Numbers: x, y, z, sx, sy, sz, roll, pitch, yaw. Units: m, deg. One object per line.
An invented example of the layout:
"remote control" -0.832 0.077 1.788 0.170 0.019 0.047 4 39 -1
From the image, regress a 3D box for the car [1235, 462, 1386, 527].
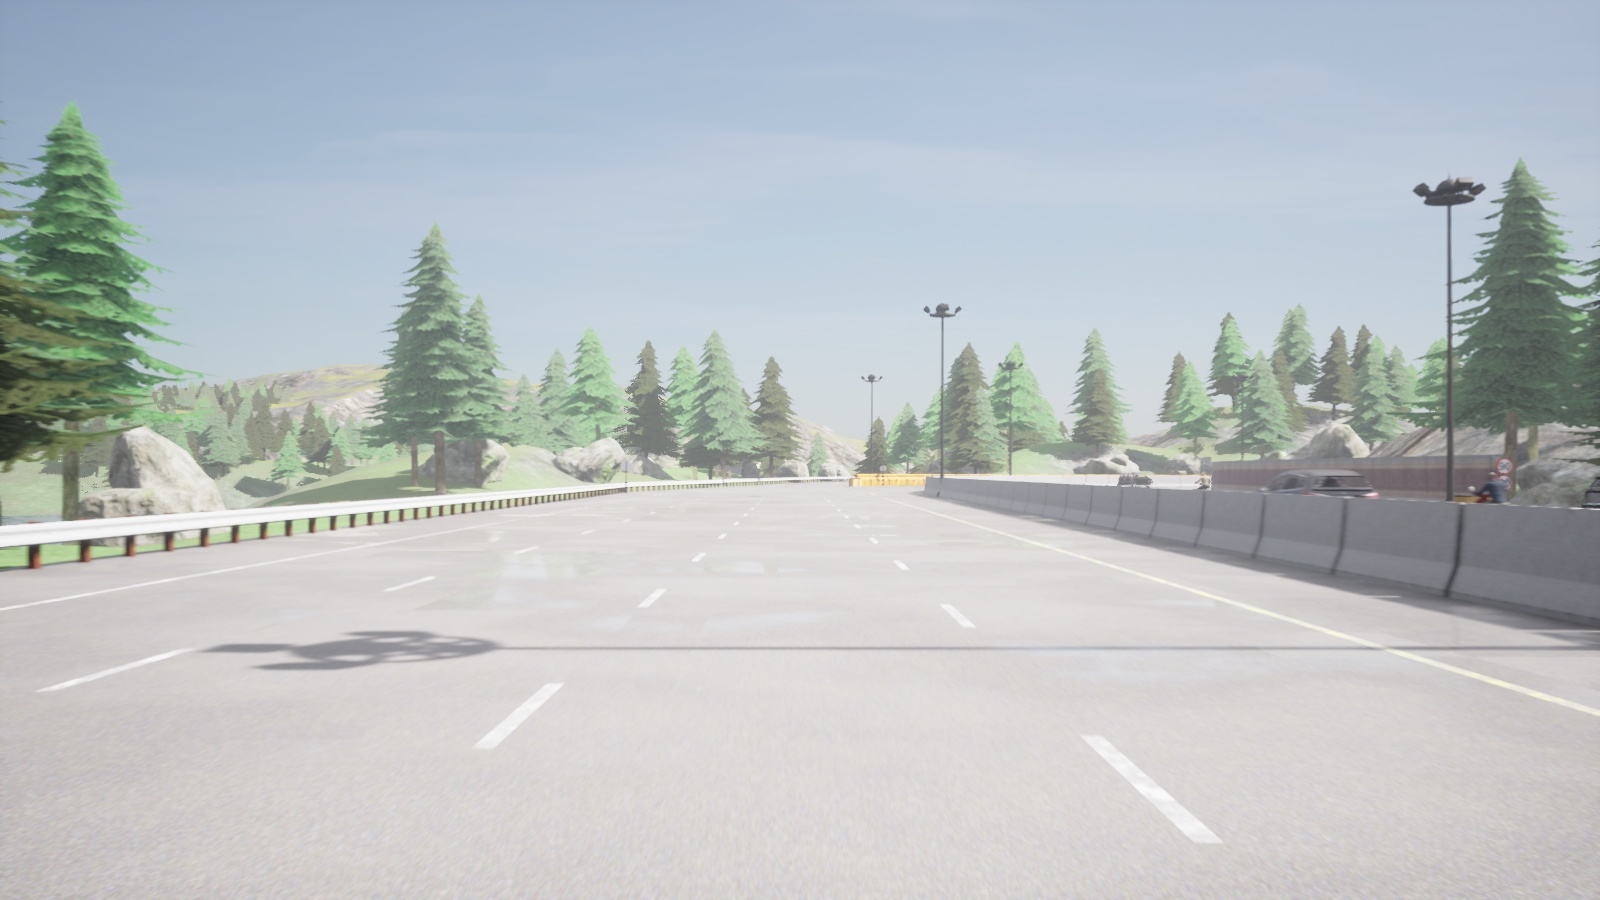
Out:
"car" 13.898 1.179 34.508 2.242 1.667 4.611 0 -1 0

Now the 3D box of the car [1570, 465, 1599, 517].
"car" 27.712 1.328 41.665 4.856 1.649 2.033 1 -2 -37
